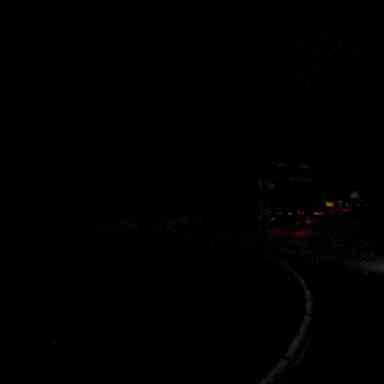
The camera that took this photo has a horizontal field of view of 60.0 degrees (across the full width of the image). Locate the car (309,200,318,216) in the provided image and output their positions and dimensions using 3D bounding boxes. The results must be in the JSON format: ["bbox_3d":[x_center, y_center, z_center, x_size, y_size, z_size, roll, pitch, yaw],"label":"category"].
[{"bbox_3d":[13.430,2.057,39.478,1.837,1.490,4.892,-1,-1,27],"label":"car"}]

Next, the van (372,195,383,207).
[{"bbox_3d":[34.247,1.551,58.448,4.442,1.987,1.878,-1,0,35],"label":"van"}]

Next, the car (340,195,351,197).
[{"bbox_3d":[29.383,1.737,65.316,1.837,1.490,4.892,-1,0,36],"label":"car"}]

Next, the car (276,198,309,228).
[{"bbox_3d":[8.312,1.755,27.657,2.150,2.045,5.566,-1,-1,20],"label":"car"}]

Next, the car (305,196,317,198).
[{"bbox_3d":[26.228,1.967,75.992,2.097,1.535,5.008,-1,0,37],"label":"car"}]

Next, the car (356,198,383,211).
[{"bbox_3d":[25.233,1.887,44.857,4.892,1.521,2.231,-1,0,33],"label":"car"}]

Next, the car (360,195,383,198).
[{"bbox_3d":[26.752,1.747,47.154,4.553,1.767,2.185,-1,0,33],"label":"car"}]

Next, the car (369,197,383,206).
[{"bbox_3d":[35.560,1.752,60.865,5.366,1.575,1.946,-1,0,35],"label":"car"}]

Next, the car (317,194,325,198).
[{"bbox_3d":[29.552,1.932,80.365,2.163,1.488,4.792,-1,0,39],"label":"car"}]

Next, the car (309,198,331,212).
[{"bbox_3d":[18.321,2.013,48.307,1.882,1.535,5.008,-1,0,33],"label":"car"}]

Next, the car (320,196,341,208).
[{"bbox_3d":[23.871,1.961,57.137,1.882,1.535,5.008,-1,0,34],"label":"car"}]

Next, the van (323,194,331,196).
[{"bbox_3d":[32.947,1.606,84.638,1.878,1.987,4.442,-1,0,40],"label":"van"}]

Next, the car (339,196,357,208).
[{"bbox_3d":[26.515,1.937,55.695,1.837,1.490,4.892,-1,0,34],"label":"car"}]

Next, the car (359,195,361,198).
[{"bbox_3d":[29.717,1.592,51.788,5.566,2.045,2.435,-1,0,33],"label":"car"}]

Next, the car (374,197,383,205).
[{"bbox_3d":[37.293,1.763,62.983,4.674,1.452,2.002,-1,0,36],"label":"car"}]
